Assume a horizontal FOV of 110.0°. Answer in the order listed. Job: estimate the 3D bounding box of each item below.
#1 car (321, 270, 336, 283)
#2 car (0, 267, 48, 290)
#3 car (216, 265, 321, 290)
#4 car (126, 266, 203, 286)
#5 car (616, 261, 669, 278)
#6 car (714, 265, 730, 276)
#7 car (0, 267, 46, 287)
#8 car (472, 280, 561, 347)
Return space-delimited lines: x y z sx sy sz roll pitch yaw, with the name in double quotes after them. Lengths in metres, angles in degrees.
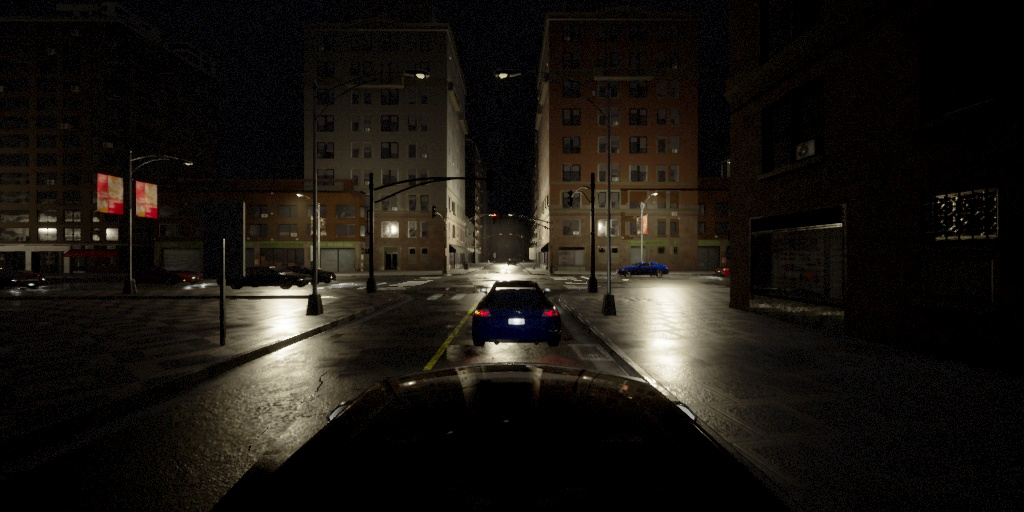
-15.039 1.364 25.909 4.181 1.385 1.994 0 0 0 "car"
-32.926 1.412 22.581 5.357 1.411 2.033 0 0 0 "car"
-15.453 1.350 22.659 5.357 1.411 2.033 0 0 0 "car"
-24.987 1.403 25.860 4.181 1.385 1.994 0 0 -1 "car"
11.866 1.218 32.735 4.674 1.442 1.812 0 0 0 "car"
20.905 1.225 32.772 4.181 1.385 1.994 0 0 0 "car"
-37.132 1.478 25.819 4.718 1.301 1.895 0 0 0 "car"
0.098 1.314 9.373 1.994 1.385 4.181 0 0 0 "car"
